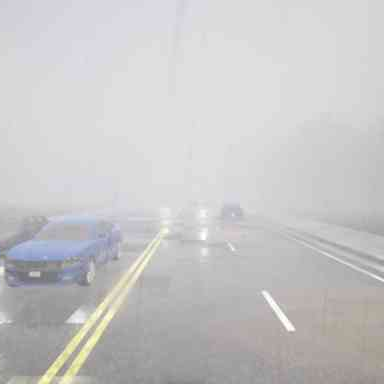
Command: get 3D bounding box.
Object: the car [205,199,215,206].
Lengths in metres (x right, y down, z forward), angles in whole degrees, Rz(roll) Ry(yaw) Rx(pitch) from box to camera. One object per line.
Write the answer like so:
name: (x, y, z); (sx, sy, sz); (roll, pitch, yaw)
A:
car: (3.244, 1.856, 58.733); (1.895, 1.301, 4.718); (0, -1, 0)

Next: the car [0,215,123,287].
car: (-3.331, 1.482, 9.571); (1.882, 1.535, 5.008); (0, 0, 0)

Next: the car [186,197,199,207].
car: (0.089, 1.685, 53.697); (2.128, 1.511, 4.902); (0, -1, 0)

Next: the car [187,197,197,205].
car: (-0.010, 1.814, 68.072); (1.882, 1.535, 5.008); (0, -1, 0)

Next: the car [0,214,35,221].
car: (-6.569, 1.556, 12.400); (2.033, 1.411, 5.357); (0, 0, 0)

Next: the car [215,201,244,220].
car: (3.262, 1.576, 28.524); (1.837, 1.490, 4.892); (0, -1, 0)
